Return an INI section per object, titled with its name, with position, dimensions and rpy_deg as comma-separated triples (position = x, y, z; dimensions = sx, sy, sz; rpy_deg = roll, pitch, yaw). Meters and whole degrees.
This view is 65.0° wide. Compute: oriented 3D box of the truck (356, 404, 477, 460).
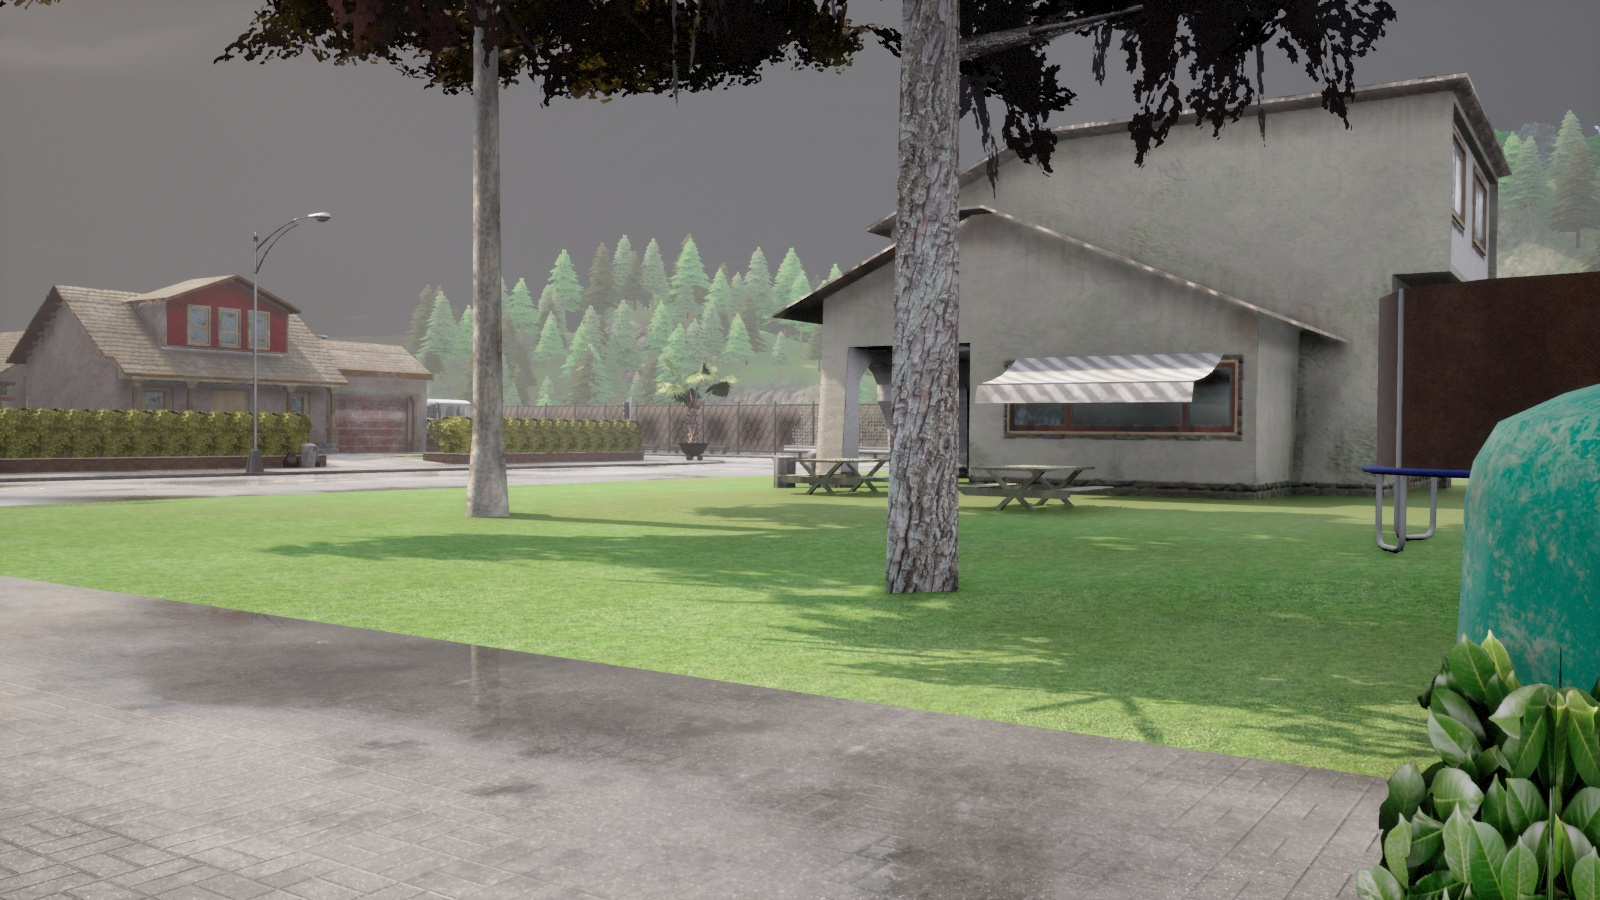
[truck]
position = -24.410, -1.120, 79.860
dimensions = 7.936, 3.462, 2.891
rpy_deg = 0, 1, 33
